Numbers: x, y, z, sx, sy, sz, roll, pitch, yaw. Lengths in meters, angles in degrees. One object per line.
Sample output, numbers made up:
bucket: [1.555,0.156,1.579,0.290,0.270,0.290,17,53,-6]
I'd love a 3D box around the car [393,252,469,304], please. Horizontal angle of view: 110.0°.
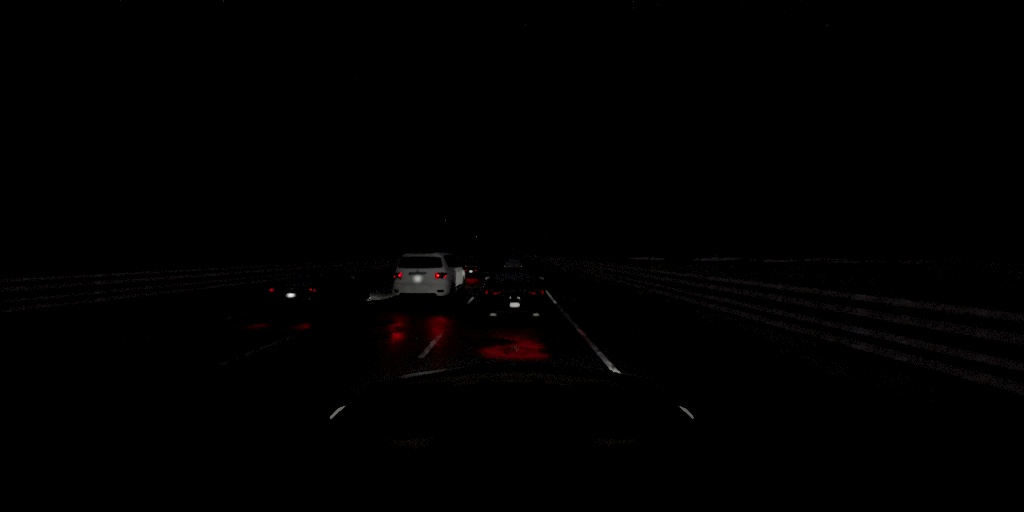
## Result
car: [-3.404,0.849,15.641,2.150,2.045,5.566,0,1,0]

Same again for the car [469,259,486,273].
car: [-3.407,0.995,32.016,1.837,1.490,4.892,0,0,0]

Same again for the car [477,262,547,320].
car: [0.081,1.134,12.126,1.882,1.535,5.008,0,1,0]

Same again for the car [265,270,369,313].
car: [-6.918,1.201,13.218,1.994,1.385,4.181,0,0,0]

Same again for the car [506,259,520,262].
car: [0.097,1.008,32.888,1.812,1.442,4.674,0,0,0]
